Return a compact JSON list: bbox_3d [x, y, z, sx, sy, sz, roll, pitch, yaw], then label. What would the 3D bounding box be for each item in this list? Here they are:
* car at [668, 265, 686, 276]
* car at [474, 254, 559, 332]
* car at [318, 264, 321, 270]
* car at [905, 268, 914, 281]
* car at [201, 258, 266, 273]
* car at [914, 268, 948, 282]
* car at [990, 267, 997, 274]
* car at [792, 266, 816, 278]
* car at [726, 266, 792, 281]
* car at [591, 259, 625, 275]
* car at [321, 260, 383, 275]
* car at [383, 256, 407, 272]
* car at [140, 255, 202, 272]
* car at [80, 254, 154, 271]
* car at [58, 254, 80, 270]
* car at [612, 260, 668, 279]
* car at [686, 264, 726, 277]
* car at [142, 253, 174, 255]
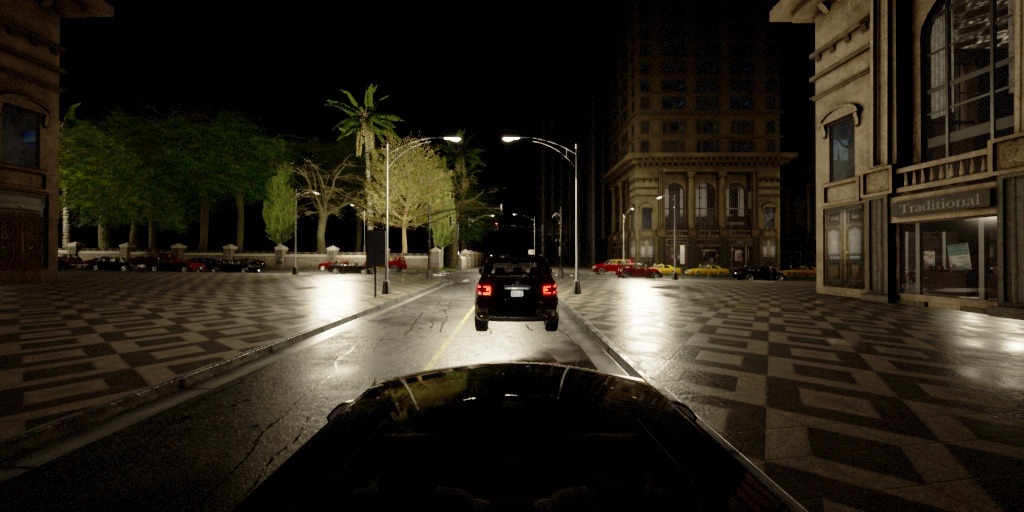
[{"bbox_3d":[17.293,1.595,42.055,4.829,1.417,1.751,0,0,0],"label":"car"},{"bbox_3d":[0.115,0.973,11.061,2.150,2.045,5.566,0,0,0],"label":"car"},{"bbox_3d":[-20.440,1.076,42.218,4.507,1.381,1.888,0,0,0],"label":"car"},{"bbox_3d":[34.055,1.802,33.457,4.313,1.339,1.948,0,0,0],"label":"car"},{"bbox_3d":[-25.989,0.964,33.716,4.313,1.339,1.948,0,0,0],"label":"car"},{"bbox_3d":[39.596,1.888,33.433,4.207,1.307,1.802,0,0,0],"label":"car"},{"bbox_3d":[45.137,1.813,33.409,4.097,1.591,1.967,0,0,0],"label":"car"},{"bbox_3d":[33.914,1.811,41.983,4.829,1.417,1.751,0,0,0],"label":"car"},{"bbox_3d":[22.976,1.659,33.505,4.313,1.339,1.948,0,0,0],"label":"car"},{"bbox_3d":[11.922,1.310,42.078,5.009,1.841,2.192,0,0,0],"label":"car"},{"bbox_3d":[-14.941,1.113,33.669,4.403,1.370,2.007,0,0,0],"label":"car"},{"bbox_3d":[-14.916,0.927,42.194,5.009,1.841,2.192,0,0,0],"label":"car"},{"bbox_3d":[-31.514,0.859,33.740,4.507,1.381,1.888,0,0,0],"label":"car"},{"bbox_3d":[-37.037,0.780,33.764,4.403,1.370,2.007,0,0,0],"label":"car"},{"bbox_3d":[-42.561,0.725,33.788,4.207,1.307,1.802,0,0,0],"label":"car"},{"bbox_3d":[11.896,1.385,33.553,4.097,1.591,1.967,0,0,0],"label":"car"},{"bbox_3d":[22.833,1.669,42.031,4.829,1.417,1.751,0,0,0],"label":"car"},{"bbox_3d":[-42.535,0.507,42.313,5.009,1.841,2.192,0,0,0],"label":"car"}]
